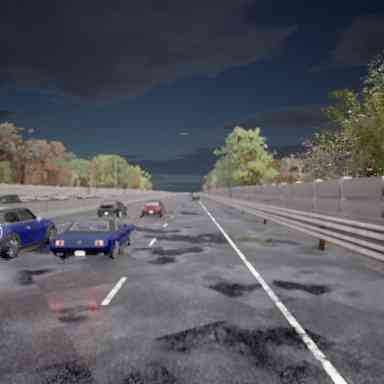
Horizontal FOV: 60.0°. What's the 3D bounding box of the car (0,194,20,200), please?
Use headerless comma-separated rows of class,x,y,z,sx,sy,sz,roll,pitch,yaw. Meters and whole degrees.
car,-17.615,1.196,30.028,2.150,2.045,5.566,0,0,0

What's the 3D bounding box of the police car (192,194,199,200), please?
police car,0.997,1.359,89.939,1.930,1.638,5.238,0,0,0

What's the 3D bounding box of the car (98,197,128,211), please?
car,-6.920,1.480,29.303,1.837,1.490,4.892,0,0,0

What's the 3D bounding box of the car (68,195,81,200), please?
car,-24.542,1.467,69.935,2.128,1.511,4.902,0,0,0

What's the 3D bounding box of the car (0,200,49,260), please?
car,-6.912,1.341,12.561,2.097,1.767,4.553,0,0,0

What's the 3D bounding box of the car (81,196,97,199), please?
car,-21.041,1.537,69.906,1.895,1.301,4.718,0,0,0

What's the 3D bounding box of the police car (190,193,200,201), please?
police car,1.003,1.365,79.938,1.930,1.638,5.238,0,0,0

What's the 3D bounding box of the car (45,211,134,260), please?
car,-3.411,1.590,12.379,1.895,1.301,4.718,0,0,0

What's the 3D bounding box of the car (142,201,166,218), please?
car,-3.433,1.500,30.198,1.812,1.442,4.674,0,0,0

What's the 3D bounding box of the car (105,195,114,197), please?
car,-17.542,1.385,70.354,1.882,1.535,5.008,0,0,0
